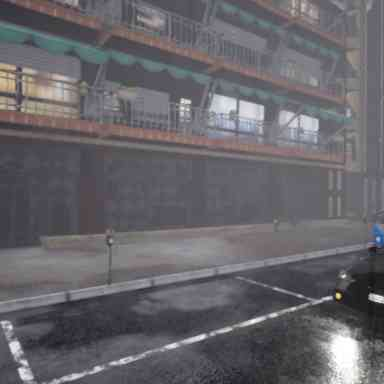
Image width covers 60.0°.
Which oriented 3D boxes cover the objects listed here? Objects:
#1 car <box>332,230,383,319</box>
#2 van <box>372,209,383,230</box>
[{"bbox_3d":[4.750,1.634,6.767,4.181,1.385,1.994,1,0,-35],"label":"car"},{"bbox_3d":[8.458,1.471,12.589,3.998,1.788,1.690,1,0,-36],"label":"van"}]
